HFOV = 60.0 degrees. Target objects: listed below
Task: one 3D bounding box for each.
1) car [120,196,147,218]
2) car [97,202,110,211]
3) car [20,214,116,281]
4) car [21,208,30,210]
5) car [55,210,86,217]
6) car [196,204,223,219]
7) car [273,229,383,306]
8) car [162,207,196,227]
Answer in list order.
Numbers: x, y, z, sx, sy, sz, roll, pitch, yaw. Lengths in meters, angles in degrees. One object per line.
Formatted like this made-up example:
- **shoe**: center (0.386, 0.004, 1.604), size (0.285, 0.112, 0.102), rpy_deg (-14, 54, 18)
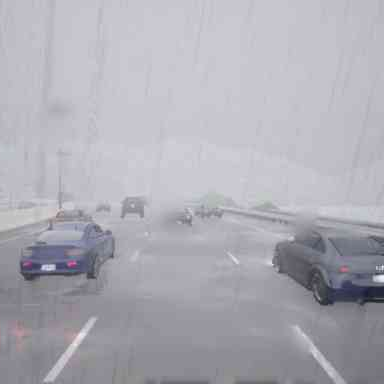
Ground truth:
- **car**: center (-6.253, 1.531, 34.786), size (2.150, 2.045, 5.566), rpy_deg (0, -1, -12)
- **car**: center (-12.792, 2.072, 48.033), size (1.895, 1.301, 4.718), rpy_deg (0, 0, -16)
- **car**: center (-3.540, 1.635, 10.156), size (1.812, 1.442, 4.674), rpy_deg (0, 0, -4)
- **car**: center (-24.839, 2.108, 50.487), size (2.128, 1.511, 4.902), rpy_deg (0, 0, -16)
- **car**: center (-7.881, 1.839, 22.086), size (1.895, 1.301, 4.718), rpy_deg (-1, 0, -7)
- **car**: center (1.444, 1.805, 31.339), size (1.895, 1.301, 4.718), rpy_deg (0, 0, -10)
- **car**: center (3.425, 1.585, 8.153), size (1.994, 1.385, 4.181), rpy_deg (0, 0, -3)
- **car**: center (-1.187, 1.787, 24.761), size (1.895, 1.301, 4.718), rpy_deg (-1, 0, -8)
